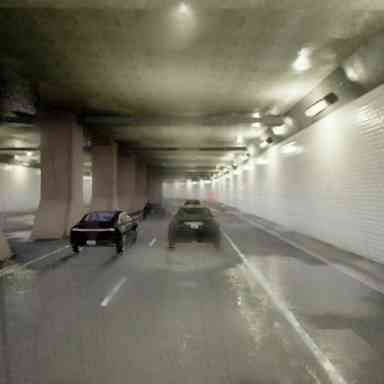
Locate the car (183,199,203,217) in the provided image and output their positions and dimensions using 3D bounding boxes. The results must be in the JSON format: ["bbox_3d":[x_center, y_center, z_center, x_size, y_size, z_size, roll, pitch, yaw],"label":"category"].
[{"bbox_3d":[0.096,1.488,32.963,1.882,1.535,5.008,0,0,0],"label":"car"}]

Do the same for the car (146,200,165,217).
[{"bbox_3d":[-3.404,1.501,31.350,2.128,1.511,4.902,0,0,0],"label":"car"}]

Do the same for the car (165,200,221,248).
[{"bbox_3d":[0.098,1.357,15.038,2.097,1.767,4.553,0,0,0],"label":"car"}]

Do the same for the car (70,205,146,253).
[{"bbox_3d":[-3.402,1.496,13.654,2.128,1.511,4.902,0,0,0],"label":"car"}]
